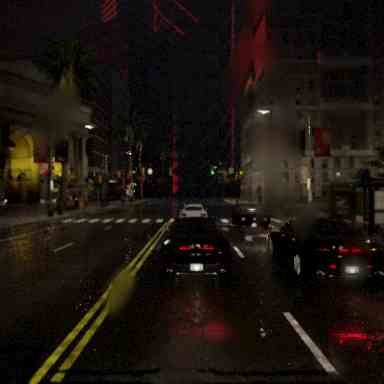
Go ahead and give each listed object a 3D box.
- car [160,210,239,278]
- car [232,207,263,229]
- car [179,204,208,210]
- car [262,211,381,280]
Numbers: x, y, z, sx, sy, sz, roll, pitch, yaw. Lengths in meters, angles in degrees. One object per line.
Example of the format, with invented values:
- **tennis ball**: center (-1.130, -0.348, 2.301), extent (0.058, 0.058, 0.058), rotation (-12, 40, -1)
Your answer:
- **car**: center (0.106, 1.508, 10.149), extent (1.837, 1.490, 4.892), rotation (0, 0, 0)
- **car**: center (3.643, 1.608, 21.443), extent (1.895, 1.301, 4.718), rotation (0, 0, 1)
- **car**: center (0.106, 1.531, 22.389), extent (1.812, 1.442, 4.674), rotation (0, 0, 1)
- **car**: center (3.606, 1.508, 9.906), extent (1.837, 1.490, 4.892), rotation (0, 0, 0)
